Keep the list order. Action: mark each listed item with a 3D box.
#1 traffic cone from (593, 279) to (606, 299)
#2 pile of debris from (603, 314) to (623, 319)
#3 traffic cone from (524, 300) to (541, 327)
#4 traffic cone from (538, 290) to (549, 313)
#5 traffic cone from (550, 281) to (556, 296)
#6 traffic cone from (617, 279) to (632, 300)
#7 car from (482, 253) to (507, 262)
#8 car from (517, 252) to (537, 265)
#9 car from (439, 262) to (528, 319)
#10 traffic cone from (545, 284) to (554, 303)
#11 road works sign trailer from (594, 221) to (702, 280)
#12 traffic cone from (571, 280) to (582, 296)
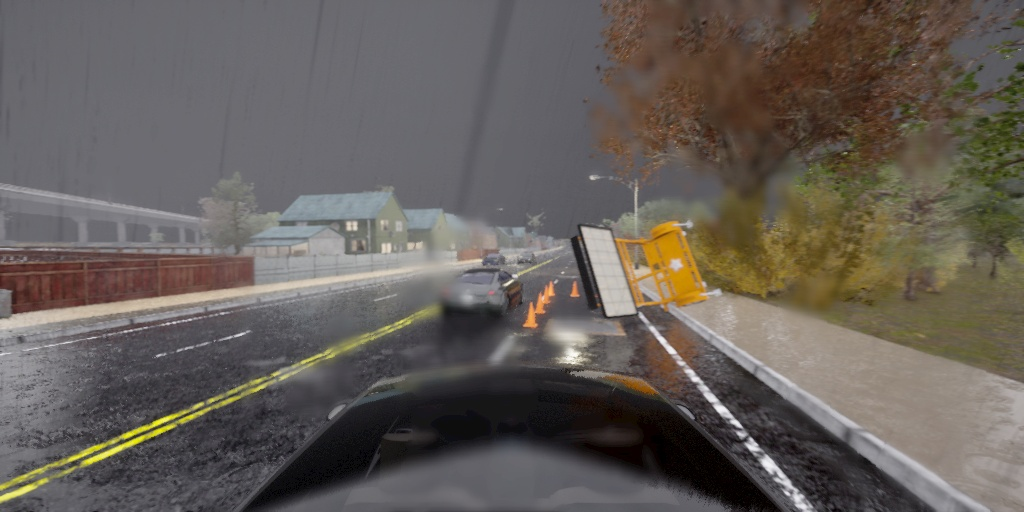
[{"bbox_3d":[3.632,1.372,14.881,0.340,0.580,0.340,0,0,11],"label":"traffic cone"},{"bbox_3d":[1.849,1.729,9.131,1.860,0.140,1.500,0,0,11],"label":"pile of debris"},{"bbox_3d":[0.512,1.525,9.382,0.340,0.580,0.340,0,0,11],"label":"traffic cone"},{"bbox_3d":[0.898,1.476,11.344,0.340,0.580,0.340,0,0,11],"label":"traffic cone"},{"bbox_3d":[1.671,1.379,15.267,0.340,0.580,0.340,0,0,11],"label":"traffic cone"},{"bbox_3d":[4.613,1.368,14.687,0.340,0.580,0.340,0,0,11],"label":"traffic cone"},{"bbox_3d":[-1.931,0.399,40.795,2.033,1.411,5.357,0,1,11],"label":"car"},{"bbox_3d":[1.806,0.272,42.930,1.837,1.490,4.892,0,1,11],"label":"car"},{"bbox_3d":[-0.819,1.089,11.797,1.994,1.385,4.181,0,1,11],"label":"car"},{"bbox_3d":[1.285,1.428,13.305,0.340,0.580,0.340,0,0,11],"label":"traffic cone"},{"bbox_3d":[4.468,-1.229,10.808,2.880,3.560,2.380,0,0,-27],"label":"road works sign trailer"},{"bbox_3d":[2.652,1.375,15.074,0.340,0.580,0.340,0,0,11],"label":"traffic cone"}]
